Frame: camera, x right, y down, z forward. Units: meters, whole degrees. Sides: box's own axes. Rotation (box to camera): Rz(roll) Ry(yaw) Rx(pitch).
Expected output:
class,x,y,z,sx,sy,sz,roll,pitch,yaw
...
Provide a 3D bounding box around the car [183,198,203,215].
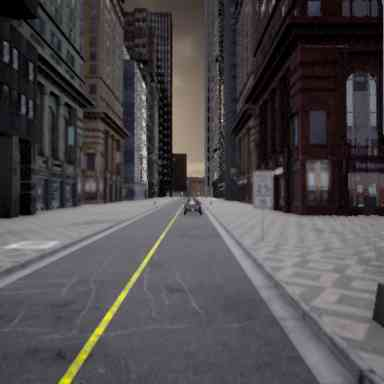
class,x,y,z,sx,sy,sz,roll,pitch,yaw
car,0.082,1.533,34.189,1.812,1.442,4.674,0,0,0

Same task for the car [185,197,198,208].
class,x,y,z,sx,sy,sz,roll,pitch,yaw
car,0.008,1.560,48.727,1.812,1.442,4.674,0,0,0
